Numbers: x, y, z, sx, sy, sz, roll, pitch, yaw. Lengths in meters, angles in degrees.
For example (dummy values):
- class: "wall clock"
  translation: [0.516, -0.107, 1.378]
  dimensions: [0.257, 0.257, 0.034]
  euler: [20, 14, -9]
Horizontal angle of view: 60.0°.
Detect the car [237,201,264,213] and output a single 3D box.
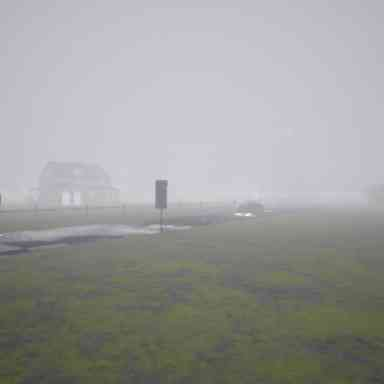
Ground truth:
- class: "car"
  translation: [6.945, 1.712, 39.355]
  dimensions: [1.994, 1.385, 4.181]
  euler: [0, 0, 36]
